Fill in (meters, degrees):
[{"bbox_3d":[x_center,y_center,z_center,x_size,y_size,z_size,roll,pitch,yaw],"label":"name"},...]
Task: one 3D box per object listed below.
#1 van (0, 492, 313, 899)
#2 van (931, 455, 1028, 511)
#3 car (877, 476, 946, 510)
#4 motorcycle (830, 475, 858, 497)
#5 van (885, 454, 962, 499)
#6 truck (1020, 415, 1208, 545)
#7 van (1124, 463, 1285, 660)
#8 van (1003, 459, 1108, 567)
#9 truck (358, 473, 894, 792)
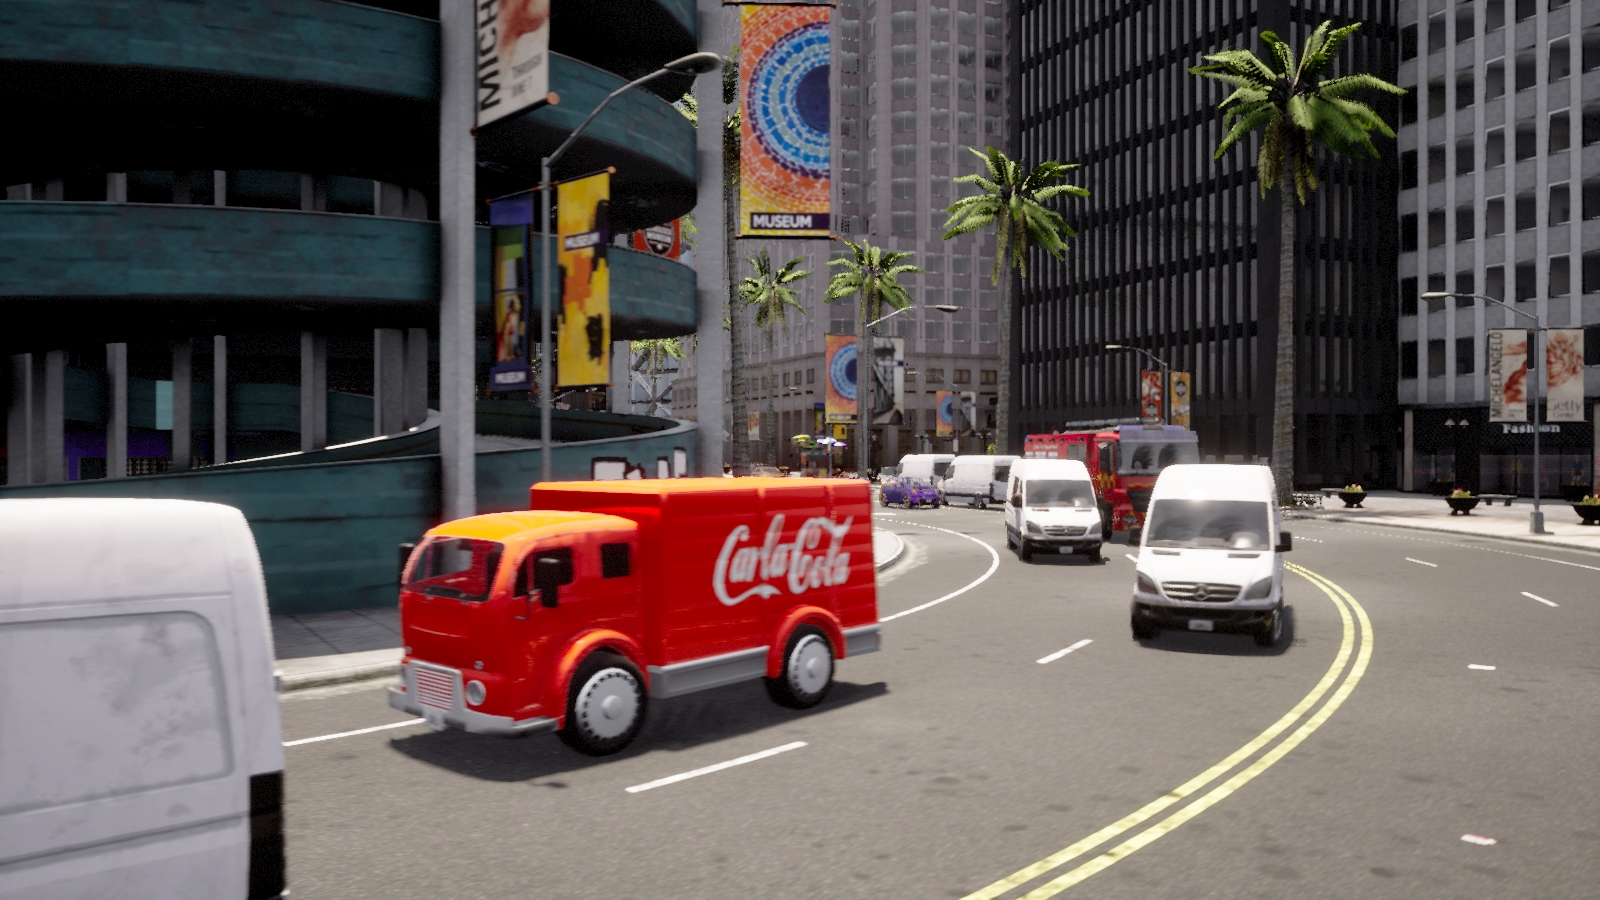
[{"bbox_3d":[-5.220,1.536,4.304,5.915,2.561,1.988,0,0,-38],"label":"van"},{"bbox_3d":[8.691,1.543,55.971,1.988,2.561,5.915,0,0,-22],"label":"van"},{"bbox_3d":[5.331,2.047,55.139,1.845,1.501,3.633,0,0,-23],"label":"car"},{"bbox_3d":[2.710,2.217,70.398,0.867,1.251,2.209,0,0,-23],"label":"motorcycle"},{"bbox_3d":[7.301,1.545,68.486,1.988,2.561,5.915,0,0,-23],"label":"van"},{"bbox_3d":[10.130,0.896,38.100,2.891,3.827,8.468,0,0,-8],"label":"truck"},{"bbox_3d":[6.691,1.537,18.441,1.988,2.561,5.915,0,0,24],"label":"van"},{"bbox_3d":[6.702,1.539,30.571,1.988,2.561,5.915,0,0,5],"label":"van"},{"bbox_3d":[-1.598,1.563,12.242,2.627,2.467,5.204,0,1,41],"label":"truck"}]
